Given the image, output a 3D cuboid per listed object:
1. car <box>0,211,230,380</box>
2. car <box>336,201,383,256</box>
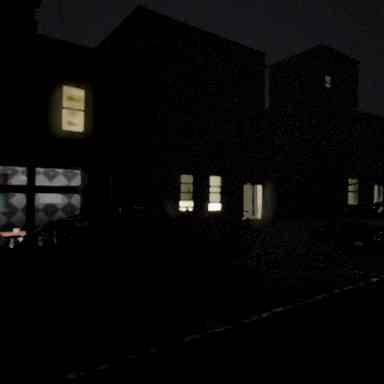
[{"bbox_3d":[-1.632,1.307,5.372,5.009,1.841,2.192,0,1,-35],"label":"car"},{"bbox_3d":[7.175,1.255,11.647,5.009,1.841,2.192,0,1,-35],"label":"car"}]
